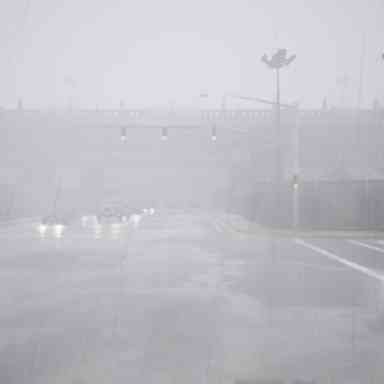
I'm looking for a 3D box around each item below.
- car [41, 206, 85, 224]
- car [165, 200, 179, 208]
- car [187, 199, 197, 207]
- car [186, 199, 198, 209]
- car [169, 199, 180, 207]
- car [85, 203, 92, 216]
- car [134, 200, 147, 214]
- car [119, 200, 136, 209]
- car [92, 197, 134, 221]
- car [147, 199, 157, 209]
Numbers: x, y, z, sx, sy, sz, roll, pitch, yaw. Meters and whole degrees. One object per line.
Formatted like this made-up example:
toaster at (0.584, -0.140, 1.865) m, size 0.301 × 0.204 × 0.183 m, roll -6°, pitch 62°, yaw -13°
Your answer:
car at (-10.587, 1.806, 27.137) m, size 1.994 × 1.385 × 4.181 m, roll 0°, pitch 0°, yaw 0°
car at (-3.494, 2.056, 56.573) m, size 1.994 × 1.385 × 4.181 m, roll 0°, pitch 0°, yaw 0°
car at (0.007, 2.082, 66.565) m, size 1.837 × 1.490 × 4.892 m, roll 0°, pitch 0°, yaw 0°
car at (0.006, 1.968, 56.210) m, size 1.882 × 1.535 × 5.008 m, roll 0°, pitch 0°, yaw 0°
car at (-3.493, 2.177, 66.595) m, size 1.895 × 1.301 × 4.718 m, roll 0°, pitch 0°, yaw 0°
car at (-10.584, 1.885, 36.620) m, size 1.994 × 1.385 × 4.181 m, roll 0°, pitch 0°, yaw 0°
car at (-7.070, 1.957, 40.514) m, size 1.895 × 1.301 × 4.718 m, roll 0°, pitch 0°, yaw 0°
car at (-10.518, 2.038, 54.629) m, size 1.994 × 1.385 × 4.181 m, roll 0°, pitch -1°, yaw 1°
car at (-7.090, 1.494, 30.528) m, size 2.150 × 2.045 × 5.566 m, roll 0°, pitch 0°, yaw 0°
car at (-7.019, 1.981, 56.314) m, size 2.128 × 1.511 × 4.902 m, roll 0°, pitch -1°, yaw 1°
